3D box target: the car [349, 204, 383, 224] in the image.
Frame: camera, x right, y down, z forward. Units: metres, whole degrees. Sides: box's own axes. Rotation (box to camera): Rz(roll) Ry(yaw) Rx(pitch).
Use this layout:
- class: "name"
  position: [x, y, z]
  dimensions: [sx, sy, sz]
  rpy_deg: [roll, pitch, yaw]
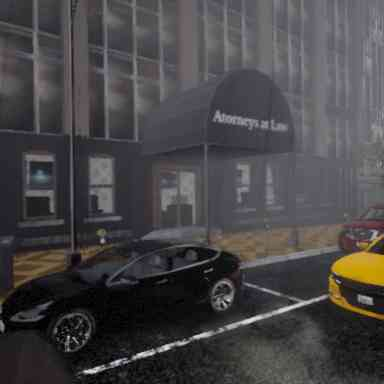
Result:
- class: "car"
  position: [7.432, 1.347, 12.121]
  dimensions: [5.009, 1.841, 2.192]
  rpy_deg: [0, -1, -36]

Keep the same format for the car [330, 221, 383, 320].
- class: "car"
  position: [4.860, 1.495, 6.907]
  dimensions: [5.008, 1.535, 1.882]
  rpy_deg: [0, 0, -36]

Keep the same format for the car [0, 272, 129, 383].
- class: "car"
  position: [-3.061, 1.552, 1.159]
  dimensions: [5.357, 1.411, 2.033]
  rpy_deg: [0, 0, -36]

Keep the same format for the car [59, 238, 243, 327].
- class: "car"
  position: [-0.950, 1.584, 6.063]
  dimensions: [4.313, 1.339, 1.947]
  rpy_deg: [0, -1, -36]
